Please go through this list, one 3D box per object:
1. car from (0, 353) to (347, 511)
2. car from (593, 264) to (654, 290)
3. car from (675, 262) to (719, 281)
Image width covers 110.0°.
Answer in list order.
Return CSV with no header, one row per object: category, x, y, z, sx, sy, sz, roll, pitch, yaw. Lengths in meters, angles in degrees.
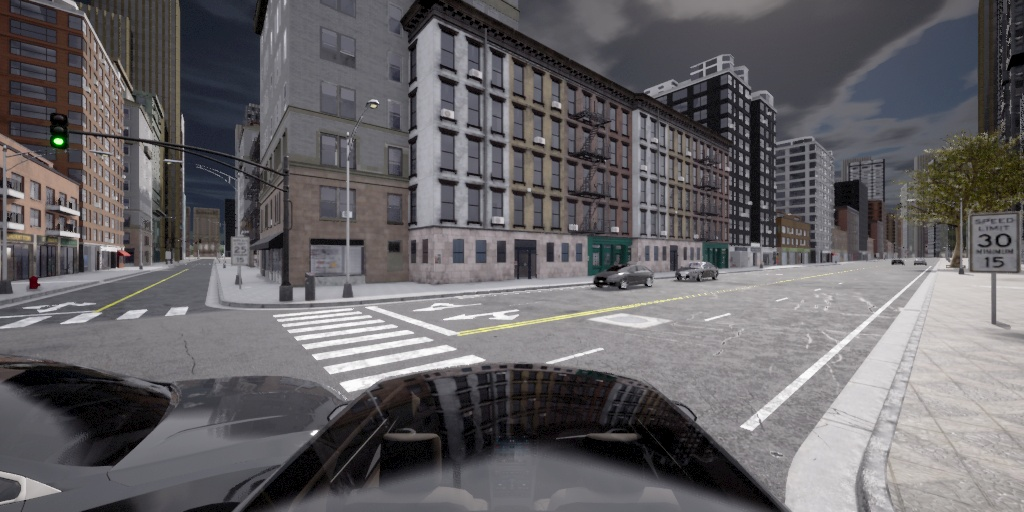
car,-3.246,1.257,1.587,4.892,1.490,1.837,0,0,-35
car,7.135,1.257,22.756,4.892,1.490,1.837,0,0,-40
car,15.264,1.232,29.506,4.902,1.511,2.128,0,0,-40
